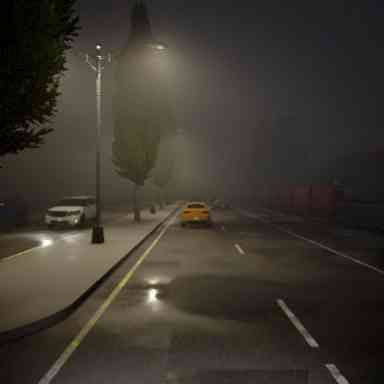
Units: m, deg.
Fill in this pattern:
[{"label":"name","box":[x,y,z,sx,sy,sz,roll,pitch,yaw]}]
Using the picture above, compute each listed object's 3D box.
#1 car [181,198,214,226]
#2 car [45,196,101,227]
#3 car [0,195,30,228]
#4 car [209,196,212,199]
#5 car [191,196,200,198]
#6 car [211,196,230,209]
[{"label":"car","box":[0.281,1.454,23.094,1.882,1.535,5.008,0,0,0]},{"label":"car","box":[-7.824,1.286,22.466,2.150,2.045,5.566,0,0,0]},{"label":"car","box":[-11.394,1.193,18.808,2.150,2.045,5.566,0,0,1]},{"label":"car","box":[4.097,1.465,62.436,1.812,1.442,4.674,0,0,0]},{"label":"car","box":[0.570,1.418,57.632,1.882,1.535,5.008,0,0,0]},{"label":"car","box":[3.966,1.482,45.194,1.812,1.442,4.674,0,0,0]}]
